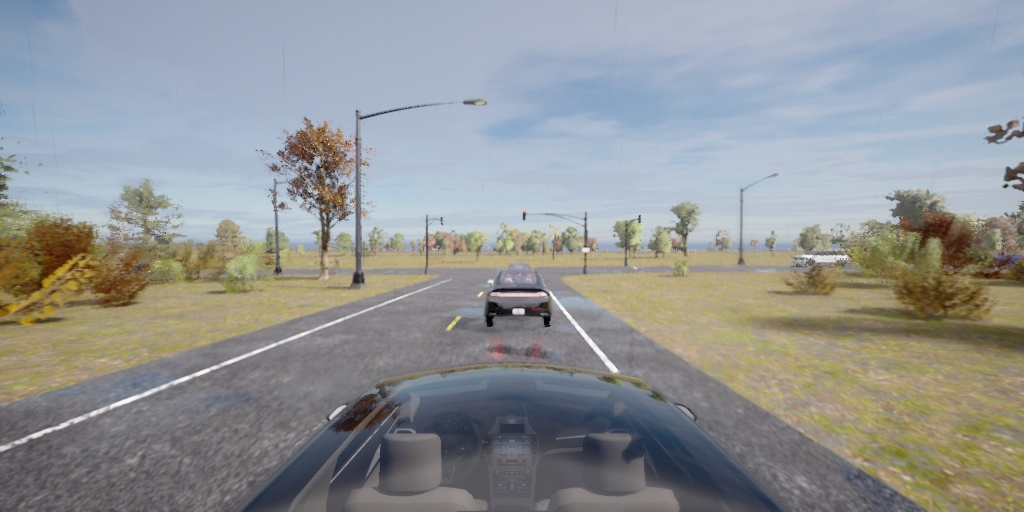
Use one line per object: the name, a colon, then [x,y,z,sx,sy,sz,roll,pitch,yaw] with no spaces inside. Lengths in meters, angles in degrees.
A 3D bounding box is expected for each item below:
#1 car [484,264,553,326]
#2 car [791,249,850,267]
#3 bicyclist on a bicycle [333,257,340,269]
car: [0.200,1.181,11.459,2.128,1.511,4.902,0,0,1]
car: [36.325,0.264,42.296,5.566,2.045,2.150,-1,2,5]
bicyclist on a bicycle: [-25.324,1.028,51.693,0.582,1.620,1.656,-1,1,5]
